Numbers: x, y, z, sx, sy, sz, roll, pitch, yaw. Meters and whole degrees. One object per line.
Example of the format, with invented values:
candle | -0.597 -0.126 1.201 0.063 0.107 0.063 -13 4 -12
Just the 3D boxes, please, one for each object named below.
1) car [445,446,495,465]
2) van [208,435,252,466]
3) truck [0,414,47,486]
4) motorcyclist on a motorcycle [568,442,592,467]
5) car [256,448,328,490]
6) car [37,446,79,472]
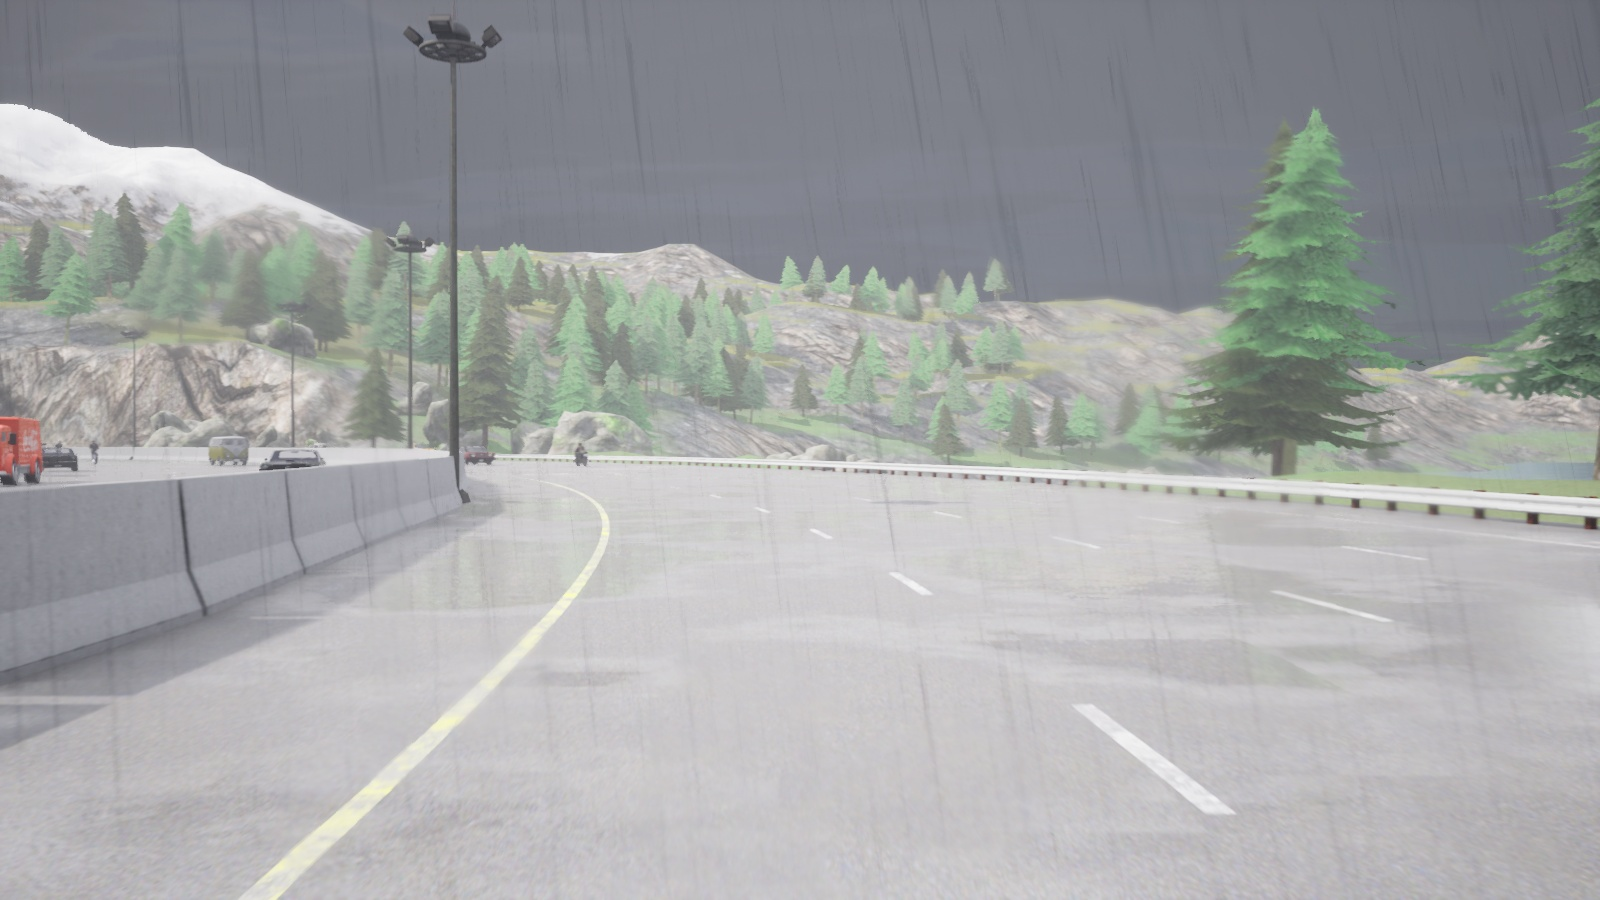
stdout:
car | -22.636 0.352 85.998 1.895 1.301 4.718 0 0 -34
van | -37.752 0.013 83.151 1.775 1.987 4.442 0 0 -36
truck | -29.088 -0.008 45.014 2.627 2.467 5.204 0 0 -20
motorcyclist on a motorcycle | -13.681 0.282 78.162 0.797 1.523 2.044 -1 1 -30
car | -17.080 0.600 42.394 1.895 1.301 4.718 0 0 -18
car | -39.714 0.449 67.194 1.895 1.301 4.718 0 0 -31
